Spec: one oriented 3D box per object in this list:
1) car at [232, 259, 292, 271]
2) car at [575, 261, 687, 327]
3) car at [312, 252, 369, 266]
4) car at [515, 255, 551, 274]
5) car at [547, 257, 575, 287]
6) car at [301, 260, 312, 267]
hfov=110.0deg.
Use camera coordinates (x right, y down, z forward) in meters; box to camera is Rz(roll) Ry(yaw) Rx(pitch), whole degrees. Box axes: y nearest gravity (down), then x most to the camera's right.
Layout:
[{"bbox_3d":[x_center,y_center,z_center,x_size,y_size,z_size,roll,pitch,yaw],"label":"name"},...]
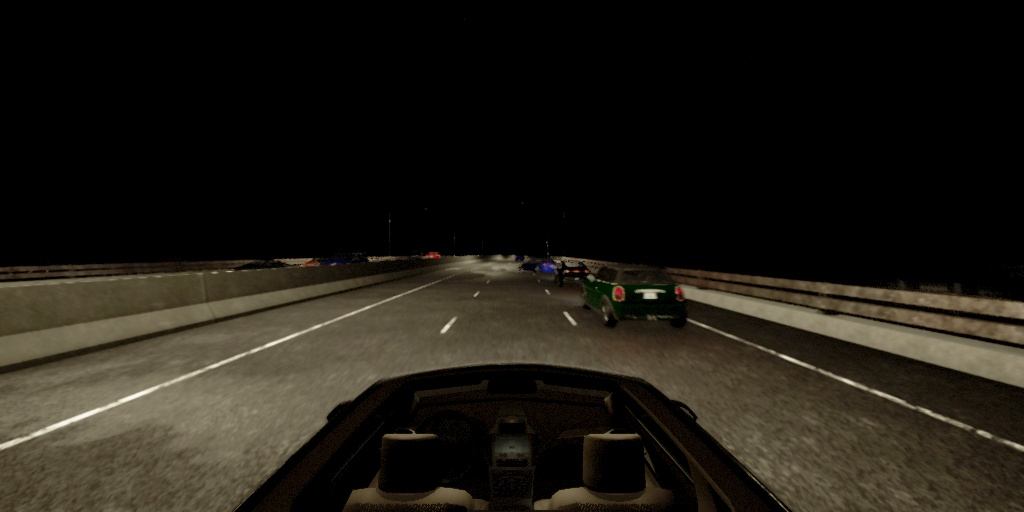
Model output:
[{"bbox_3d":[-20.870,0.975,30.257,2.033,1.411,5.357,0,1,1],"label":"car"},{"bbox_3d":[3.516,1.003,11.225,2.097,1.767,4.553,0,1,0],"label":"car"},{"bbox_3d":[-13.874,0.660,29.978,2.150,2.045,5.566,0,1,1],"label":"car"},{"bbox_3d":[2.496,0.914,34.949,2.163,1.488,4.792,0,1,-30],"label":"car"},{"bbox_3d":[3.602,1.030,22.178,2.128,1.511,4.902,0,1,1],"label":"car"},{"bbox_3d":[-17.308,0.757,32.960,2.097,1.767,4.553,0,1,1],"label":"car"}]
